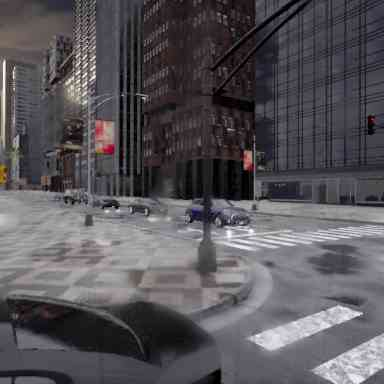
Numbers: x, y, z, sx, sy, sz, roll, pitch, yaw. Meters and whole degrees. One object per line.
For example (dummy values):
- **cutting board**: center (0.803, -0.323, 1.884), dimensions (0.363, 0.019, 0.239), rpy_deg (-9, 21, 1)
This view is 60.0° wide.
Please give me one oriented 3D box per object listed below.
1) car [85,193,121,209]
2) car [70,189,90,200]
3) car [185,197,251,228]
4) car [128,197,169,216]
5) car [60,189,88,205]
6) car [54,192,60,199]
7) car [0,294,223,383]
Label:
- **car**: center (-9.703, 1.095, 36.655), dimensions (2.033, 1.411, 5.357), rpy_deg (0, 1, -35)
- **car**: center (-22.340, 0.393, 66.152), dimensions (2.150, 2.045, 5.566), rpy_deg (0, 1, -35)
- **car**: center (1.531, 1.148, 20.724), dimensions (2.097, 1.767, 4.553), rpy_deg (0, 1, -35)
- **car**: center (-3.760, 1.182, 28.222), dimensions (1.837, 1.490, 4.892), rpy_deg (0, 1, -35)
- **car**: center (-15.840, 0.635, 45.419), dimensions (2.150, 2.045, 5.566), rpy_deg (0, 1, -35)
- **car**: center (-25.502, 0.700, 65.012), dimensions (2.033, 1.411, 5.357), rpy_deg (0, 1, -35)
- **car**: center (-2.080, 1.478, 1.731), dimensions (5.008, 1.535, 1.882), rpy_deg (0, 0, -34)
